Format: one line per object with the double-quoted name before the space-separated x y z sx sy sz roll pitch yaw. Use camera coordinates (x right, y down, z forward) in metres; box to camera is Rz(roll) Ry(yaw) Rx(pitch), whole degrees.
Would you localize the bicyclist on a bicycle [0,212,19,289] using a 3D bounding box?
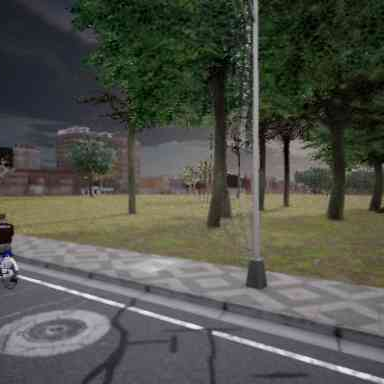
"bicyclist on a bicycle" -4.653 1.359 7.978 1.843 1.776 0.659 0 0 35
